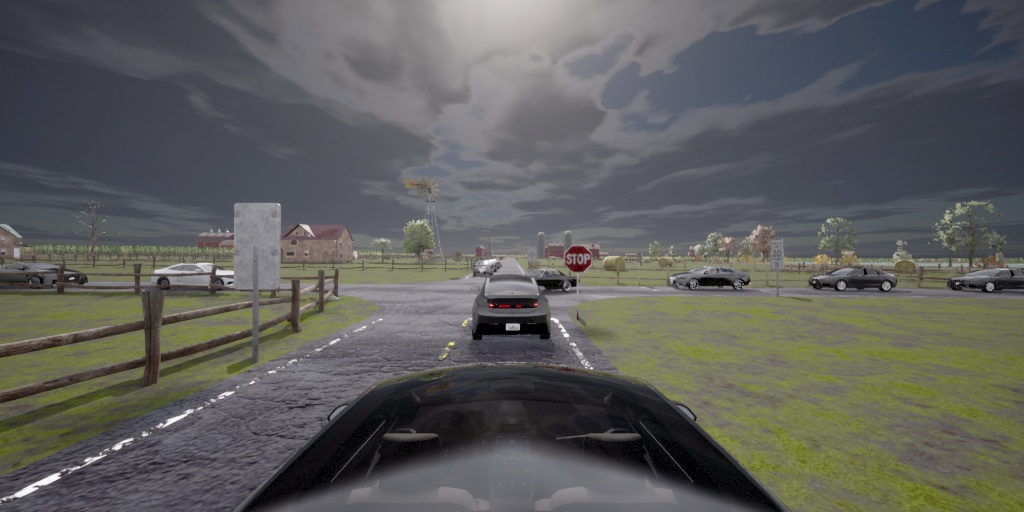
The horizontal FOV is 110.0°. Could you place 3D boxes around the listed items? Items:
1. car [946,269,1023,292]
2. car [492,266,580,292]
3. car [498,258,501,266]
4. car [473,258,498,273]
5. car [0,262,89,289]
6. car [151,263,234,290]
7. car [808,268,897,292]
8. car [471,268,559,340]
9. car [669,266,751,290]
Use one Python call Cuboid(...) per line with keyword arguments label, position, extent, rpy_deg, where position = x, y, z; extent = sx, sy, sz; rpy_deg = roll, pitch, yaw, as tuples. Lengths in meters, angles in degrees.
Cuboid(label="car", position=(31.689, 1.587, 23.593), extent=(4.892, 1.490, 1.837), rpy_deg=(1, -1, -1))
Cuboid(label="car", position=(1.488, 1.369, 20.053), extent=(4.718, 1.301, 1.895), rpy_deg=(1, 0, -35))
Cuboid(label="car", position=(-2.880, 1.241, 46.136), extent=(2.128, 1.511, 4.902), rpy_deg=(0, 0, 0))
Cuboid(label="car", position=(-2.882, 1.243, 36.691), extent=(2.128, 1.511, 4.902), rpy_deg=(0, 0, 0))
Cuboid(label="car", position=(-26.375, 1.048, 19.823), extent=(4.181, 1.385, 1.994), rpy_deg=(1, -1, -1))
Cuboid(label="car", position=(-17.255, 1.104, 19.951), extent=(4.674, 1.442, 1.812), rpy_deg=(1, -1, -1))
Cuboid(label="car", position=(22.186, 1.499, 23.466), extent=(4.892, 1.490, 1.837), rpy_deg=(1, -1, -1))
Cuboid(label="car", position=(-0.079, 1.256, 10.006), extent=(1.837, 1.490, 4.892), rpy_deg=(0, 0, -2))
Cuboid(label="car", position=(12.785, 1.396, 23.289), extent=(4.902, 1.511, 2.128), rpy_deg=(1, -1, -2))
